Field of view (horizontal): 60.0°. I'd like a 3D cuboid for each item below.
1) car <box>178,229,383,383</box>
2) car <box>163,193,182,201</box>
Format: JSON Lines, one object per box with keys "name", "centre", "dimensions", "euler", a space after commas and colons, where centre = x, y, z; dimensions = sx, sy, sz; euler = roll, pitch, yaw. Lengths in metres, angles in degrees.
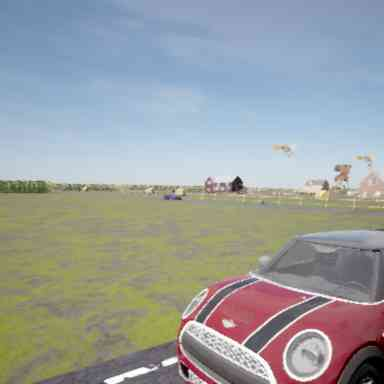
{"name": "car", "centre": [2.035, 1.368, 4.514], "dimensions": [4.553, 1.767, 2.097], "euler": [0, 0, -35]}
{"name": "car", "centre": [-3.609, 0.848, 60.668], "dimensions": [1.994, 1.385, 4.181], "euler": [1, 0, -36]}
